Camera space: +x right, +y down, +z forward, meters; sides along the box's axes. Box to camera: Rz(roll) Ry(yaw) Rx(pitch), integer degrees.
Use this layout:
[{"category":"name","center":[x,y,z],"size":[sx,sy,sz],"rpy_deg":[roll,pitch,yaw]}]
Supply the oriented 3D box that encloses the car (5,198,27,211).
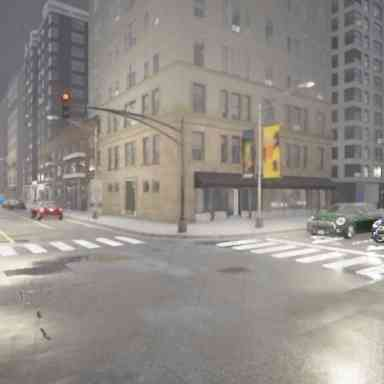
[{"category":"car","center":[-21.616,1.617,41.180],"size":[1.802,1.307,4.206],"rpy_deg":[0,0,-35]}]

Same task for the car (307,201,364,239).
[{"category":"car","center":[8.086,1.371,17.424],"size":[4.553,1.767,2.097],"rpy_deg":[0,0,-35]}]

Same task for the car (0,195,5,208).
[{"category":"car","center":[-24.858,1.568,45.774],"size":[1.752,1.417,4.829],"rpy_deg":[0,0,-35]}]

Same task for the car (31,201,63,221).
[{"category":"car","center":[-12.182,1.463,27.813],"size":[1.967,1.590,4.097],"rpy_deg":[0,0,-35]}]

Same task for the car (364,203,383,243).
[{"category":"car","center":[9.972,1.367,14.778],"size":[4.553,1.767,2.097],"rpy_deg":[0,0,-35]}]
